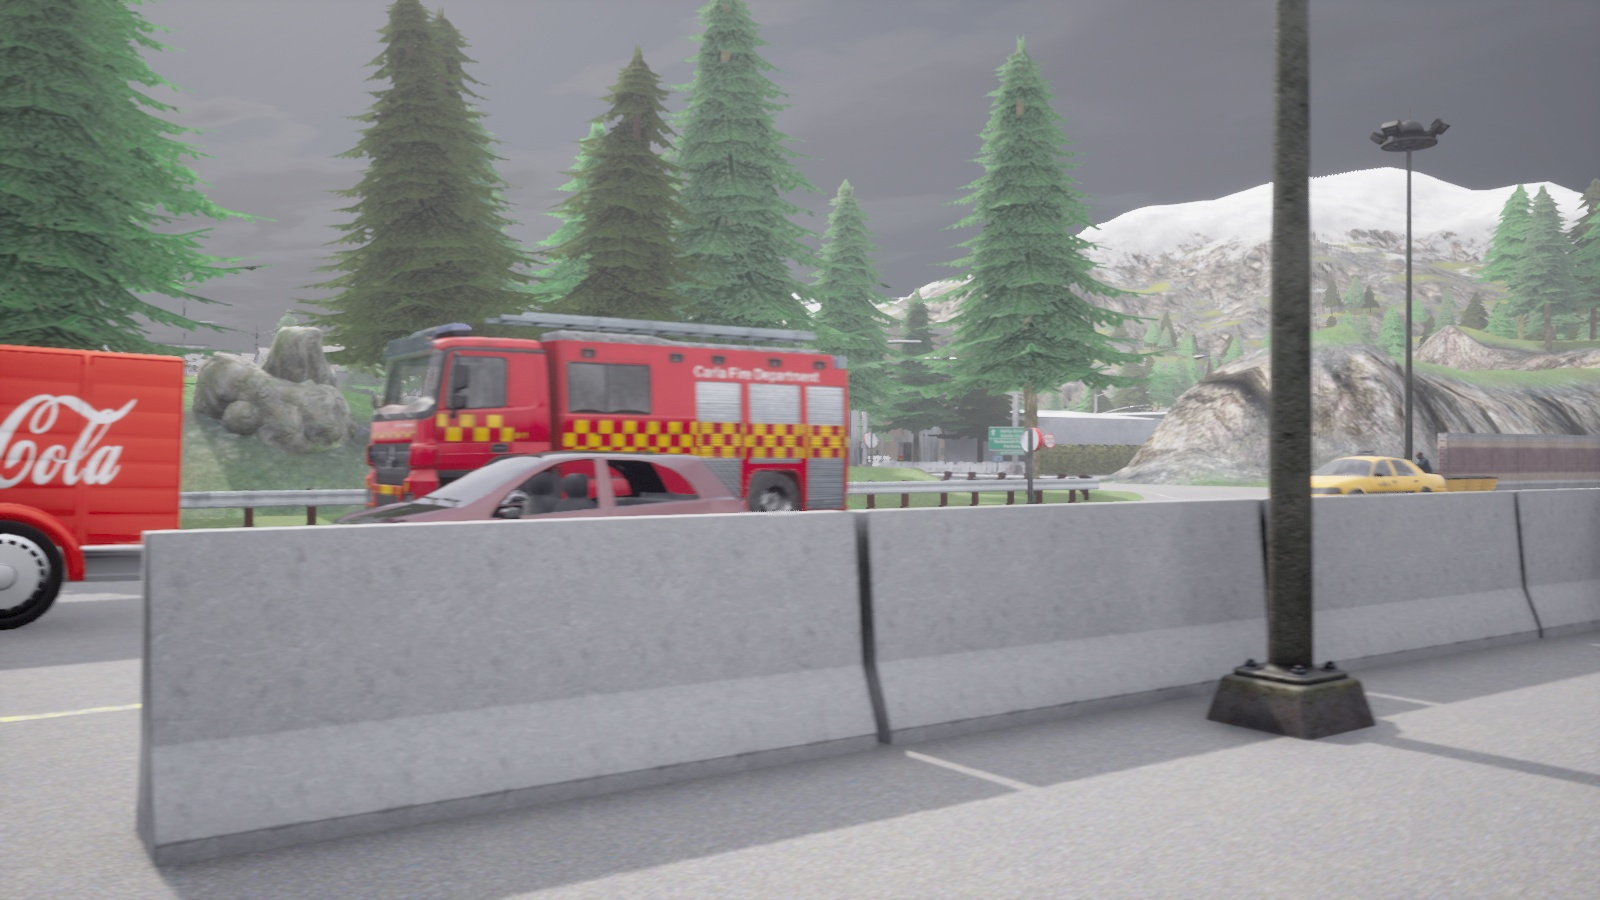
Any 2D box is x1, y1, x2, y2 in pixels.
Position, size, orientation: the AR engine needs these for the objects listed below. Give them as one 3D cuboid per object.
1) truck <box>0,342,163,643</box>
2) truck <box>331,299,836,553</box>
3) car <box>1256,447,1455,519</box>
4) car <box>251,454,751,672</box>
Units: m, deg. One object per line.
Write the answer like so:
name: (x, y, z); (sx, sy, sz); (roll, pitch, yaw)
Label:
truck: (-8.475, 0.319, 10.553); (5.204, 2.467, 2.627); (1, -1, -35)
truck: (-3.632, -0.357, 22.464); (8.468, 3.827, 2.891); (0, 0, -35)
car: (13.332, 0.728, 29.994); (5.366, 1.575, 1.801); (0, 0, -35)
car: (-2.443, 0.789, 10.487); (3.633, 1.501, 1.845); (0, 0, -35)
